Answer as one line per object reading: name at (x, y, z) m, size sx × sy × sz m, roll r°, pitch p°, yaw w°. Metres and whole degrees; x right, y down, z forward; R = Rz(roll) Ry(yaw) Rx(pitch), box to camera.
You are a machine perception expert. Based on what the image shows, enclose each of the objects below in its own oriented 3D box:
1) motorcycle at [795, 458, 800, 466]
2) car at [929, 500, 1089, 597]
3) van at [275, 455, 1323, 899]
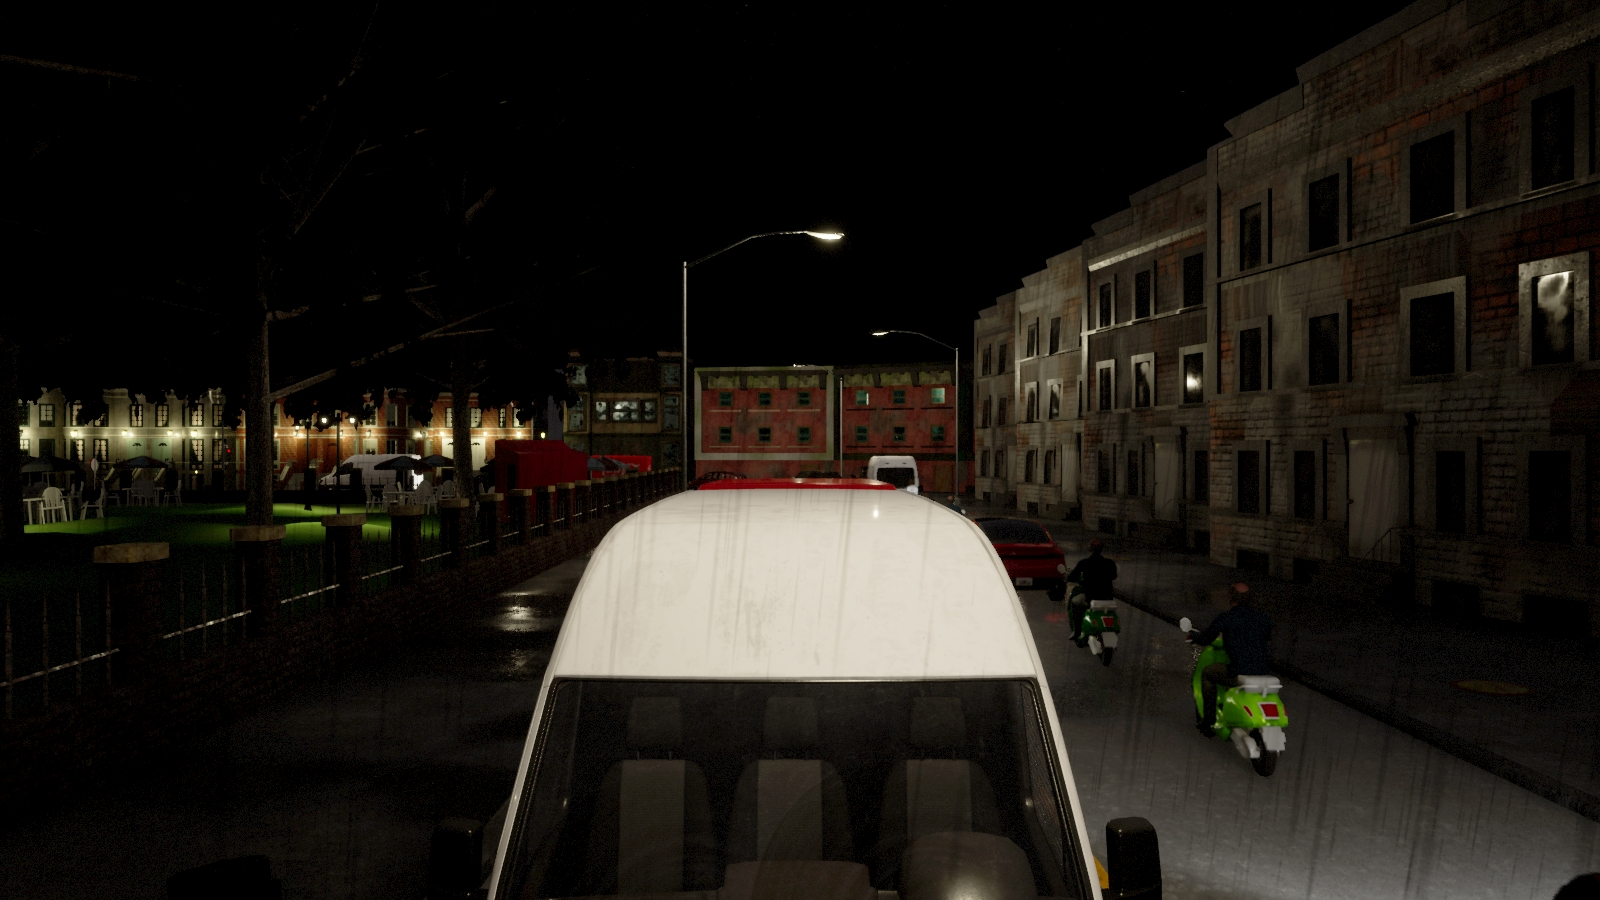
motorcycle at (-0.384, 1.962, 183.190) m, size 0.856 × 1.236 × 1.805 m, roll 0°, pitch 0°, yaw 0°
car at (3.936, 1.841, 22.474) m, size 2.231 × 1.480 × 4.892 m, roll 0°, pitch 0°, yaw 0°
van at (-0.006, 1.314, 5.127) m, size 1.988 × 2.561 × 5.915 m, roll 0°, pitch 0°, yaw 0°
